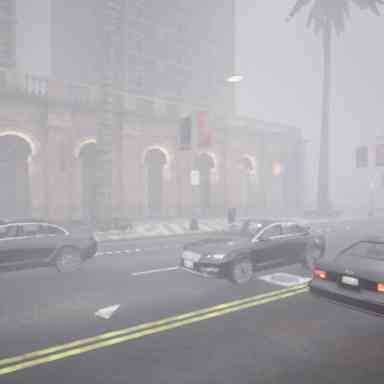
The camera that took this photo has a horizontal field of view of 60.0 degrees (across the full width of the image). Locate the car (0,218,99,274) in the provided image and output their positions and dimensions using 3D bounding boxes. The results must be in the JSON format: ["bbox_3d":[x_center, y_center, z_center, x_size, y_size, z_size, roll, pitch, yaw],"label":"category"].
[{"bbox_3d":[-5.021,1.494,8.992,4.902,1.511,2.128,0,0,-36],"label":"car"}]

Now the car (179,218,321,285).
[{"bbox_3d":[1.910,1.534,9.674,4.902,1.511,2.128,0,0,-36],"label":"car"}]

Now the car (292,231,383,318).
[{"bbox_3d":[4.767,1.596,7.173,5.357,1.411,2.033,1,0,-35],"label":"car"}]
